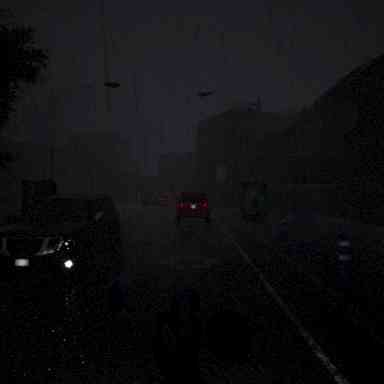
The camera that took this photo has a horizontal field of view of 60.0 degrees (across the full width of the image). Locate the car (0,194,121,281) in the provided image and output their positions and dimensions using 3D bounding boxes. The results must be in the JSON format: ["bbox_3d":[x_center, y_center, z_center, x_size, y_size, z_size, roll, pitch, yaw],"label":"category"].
[{"bbox_3d":[-3.599,1.099,9.791,2.150,2.045,5.566,0,1,0],"label":"car"}]

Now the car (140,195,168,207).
[{"bbox_3d":[-4.761,1.078,41.199,2.128,1.511,4.902,1,0,-33],"label":"car"}]

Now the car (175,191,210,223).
[{"bbox_3d":[0.049,0.938,22.650,2.150,2.045,5.566,0,1,-1],"label":"car"}]
